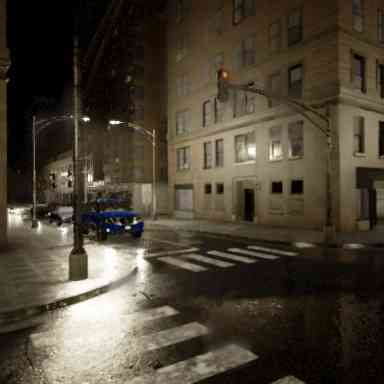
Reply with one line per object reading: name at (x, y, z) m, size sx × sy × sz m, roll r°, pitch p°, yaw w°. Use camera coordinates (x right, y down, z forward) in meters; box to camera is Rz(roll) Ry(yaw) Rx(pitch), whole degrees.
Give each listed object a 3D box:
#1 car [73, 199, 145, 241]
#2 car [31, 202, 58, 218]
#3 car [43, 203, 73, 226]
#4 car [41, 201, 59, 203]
car at (-4.641, 1.419, 18.505) m, size 2.150 × 2.045 × 5.566 m, roll 0°, pitch -1°, yaw -33°
car at (-15.825, 2.051, 35.370) m, size 1.895 × 1.301 × 4.718 m, roll 0°, pitch -1°, yaw -33°
car at (-10.295, 1.874, 27.022) m, size 2.033 × 1.411 × 5.357 m, roll 0°, pitch -1°, yaw -34°
car at (-18.507, 2.097, 44.632) m, size 2.033 × 1.411 × 5.357 m, roll 0°, pitch -1°, yaw -33°
